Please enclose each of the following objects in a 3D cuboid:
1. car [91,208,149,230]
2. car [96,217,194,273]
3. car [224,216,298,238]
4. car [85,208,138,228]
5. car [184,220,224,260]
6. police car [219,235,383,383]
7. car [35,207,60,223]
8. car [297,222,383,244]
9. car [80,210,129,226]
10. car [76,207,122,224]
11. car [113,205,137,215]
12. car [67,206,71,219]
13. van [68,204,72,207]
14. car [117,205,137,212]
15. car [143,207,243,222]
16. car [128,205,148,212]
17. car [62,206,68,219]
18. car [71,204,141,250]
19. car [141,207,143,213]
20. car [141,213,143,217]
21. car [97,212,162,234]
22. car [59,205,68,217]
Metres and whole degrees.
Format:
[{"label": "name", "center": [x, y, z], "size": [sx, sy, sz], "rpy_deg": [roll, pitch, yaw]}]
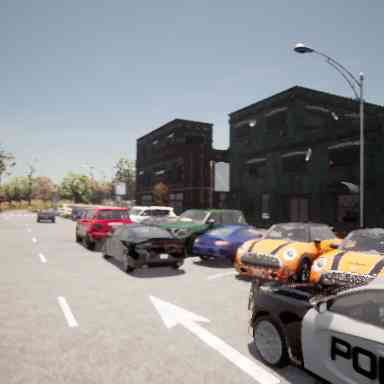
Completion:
[{"label": "car", "center": [-6.385, 2.395, 29.777], "size": [2.185, 1.767, 4.553], "rpy_deg": [-1, -4, 42]}, {"label": "car", "center": [-2.016, 1.922, 12.533], "size": [1.882, 1.535, 5.008], "rpy_deg": [2, -2, -28]}, {"label": "car", "center": [3.406, 1.839, 11.201], "size": [2.185, 1.767, 4.553], "rpy_deg": [0, -3, 42]}, {"label": "car", "center": [-7.776, 2.479, 32.435], "size": [2.185, 1.767, 4.553], "rpy_deg": [-1, -4, 42]}, {"label": "car", "center": [1.982, 2.080, 13.832], "size": [2.002, 1.452, 4.674], "rpy_deg": [-1, -4, 42]}, {"label": "police car", "center": [2.579, 1.617, 3.780], "size": [1.930, 1.638, 5.238], "rpy_deg": [2, -2, -28]}, {"label": "car", "center": [-17.058, 2.725, 38.706], "size": [2.128, 1.511, 4.902], "rpy_deg": [2, -2, -27]}, {"label": "car", "center": [4.798, 1.762, 8.543], "size": [2.185, 1.767, 4.553], "rpy_deg": [0, -3, 42]}, {"label": "car", "center": [-9.146, 2.730, 35.107], "size": [2.002, 1.452, 4.674], "rpy_deg": [-1, -3, 42]}, {"label": "car", "center": [-10.511, 2.650, 37.792], "size": [2.185, 1.767, 4.553], "rpy_deg": [-1, -3, 42]}, {"label": "car", "center": [-14.907, 3.899, 73.918], "size": [5.566, 2.045, 2.435], "rpy_deg": [0, -2, 41]}, {"label": "car", "center": [-11.945, 2.859, 40.426], "size": [2.097, 1.535, 5.008], "rpy_deg": [-1, -4, 42]}, {"label": "van", "center": [-13.254, 2.725, 43.184], "size": [1.878, 1.987, 4.442], "rpy_deg": [-1, -4, 42]}, {"label": "car", "center": [-17.920, 4.566, 91.692], "size": [5.566, 2.045, 2.435], "rpy_deg": [-2, -4, 41]}, {"label": "car", "center": [0.600, 1.866, 16.477], "size": [2.435, 2.045, 5.566], "rpy_deg": [0, -3, 42]}, {"label": "car", "center": [-15.229, 4.663, 93.148], "size": [5.566, 2.045, 2.435], "rpy_deg": [-2, -4, 41]}, {"label": "car", "center": [-14.729, 3.069, 45.740], "size": [2.002, 1.452, 4.674], "rpy_deg": [-1, -3, 42]}, {"label": "car", "center": [-4.811, 1.828, 17.883], "size": [2.150, 2.045, 5.566], "rpy_deg": [2, -2, -28]}, {"label": "car", "center": [-3.588, 2.105, 24.459], "size": [2.435, 2.045, 5.566], "rpy_deg": [0, -3, 42]}, {"label": "car", "center": [-2.207, 2.305, 21.787], "size": [2.163, 1.488, 4.792], "rpy_deg": [0, -3, 42]}, {"label": "car", "center": [-4.985, 2.468, 27.104], "size": [2.163, 1.488, 4.792], "rpy_deg": [0, -3, 42]}, {"label": "car", "center": [-16.260, 3.101, 48.258], "size": [1.946, 1.575, 5.366], "rpy_deg": [-1, -3, 42]}]
